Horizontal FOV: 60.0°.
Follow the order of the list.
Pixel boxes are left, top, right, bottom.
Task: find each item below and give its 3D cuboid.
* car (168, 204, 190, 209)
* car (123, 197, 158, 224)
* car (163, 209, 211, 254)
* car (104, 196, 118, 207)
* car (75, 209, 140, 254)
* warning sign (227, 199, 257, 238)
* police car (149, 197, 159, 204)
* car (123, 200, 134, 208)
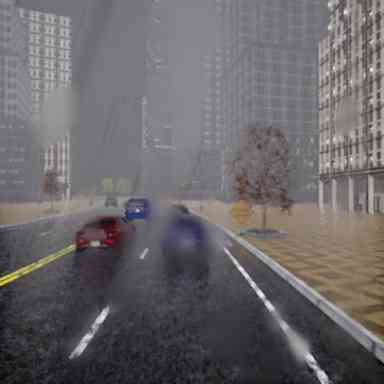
[{"bbox_3d":[-1.145,1.824,29.316,1.812,1.442,4.674,0,0,-4],"label":"car"},{"bbox_3d":[-4.285,1.508,27.764,2.150,2.045,5.566,0,0,-4],"label":"car"},{"bbox_3d":[-0.249,1.671,14.157,1.812,1.442,4.674,0,0,-2],"label":"car"},{"bbox_3d":[-15.375,1.858,63.455,2.150,2.045,5.566,0,0,-9],"label":"car"},{"bbox_3d":[-3.499,1.670,14.049,1.812,1.442,4.674,0,0,-2],"label":"car"},{"bbox_3d":[2.486,1.287,16.724,1.300,1.860,1.060,0,-1,-3],"label":"warning sign"},{"bbox_3d":[-10.536,2.351,91.981,1.930,1.638,5.238,0,-1,-14],"label":"police car"},{"bbox_3d":[-12.112,2.241,63.713,1.895,1.301,4.718,0,-1,-9],"label":"car"}]
